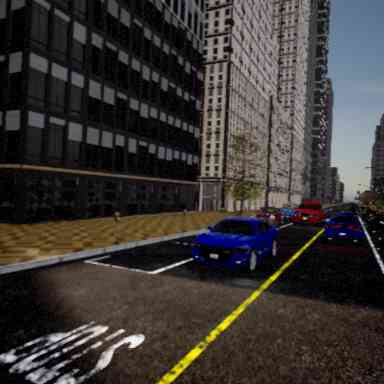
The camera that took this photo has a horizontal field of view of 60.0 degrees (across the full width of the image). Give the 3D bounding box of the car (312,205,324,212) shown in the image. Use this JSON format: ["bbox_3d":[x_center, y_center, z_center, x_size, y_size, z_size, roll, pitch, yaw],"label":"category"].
[{"bbox_3d":[25.729,3.312,67.893,1.947,1.339,4.313,2,-1,26],"label":"car"}]

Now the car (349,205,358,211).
[{"bbox_3d":[41.663,4.109,85.850,1.801,1.575,5.366,3,0,26],"label":"car"}]

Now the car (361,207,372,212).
[{"bbox_3d":[23.516,3.038,43.922,1.947,1.339,4.313,2,-1,26],"label":"car"}]

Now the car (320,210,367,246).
[{"bbox_3d":[8.709,2.043,19.047,1.882,1.535,5.008,3,0,26],"label":"car"}]

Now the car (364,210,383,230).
[{"bbox_3d":[16.196,2.570,28.665,1.947,1.339,4.313,2,-1,26],"label":"car"}]

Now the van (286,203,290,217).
[{"bbox_3d":[11.102,2.155,37.390,1.690,1.788,3.998,2,-1,26],"label":"van"}]

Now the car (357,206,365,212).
[{"bbox_3d":[43.112,4.243,84.759,1.752,1.417,4.829,2,-1,26],"label":"car"}]

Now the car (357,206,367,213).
[{"bbox_3d":[40.597,4.103,79.521,1.887,1.381,4.507,2,-1,26],"label":"car"}]

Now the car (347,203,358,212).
[{"bbox_3d":[38.795,3.690,80.394,2.150,2.045,5.566,2,-1,26],"label":"car"}]

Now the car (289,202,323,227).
[{"bbox_3d":[10.832,1.974,30.755,2.150,2.045,5.566,3,0,26],"label":"car"}]

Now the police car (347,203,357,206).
[{"bbox_3d":[34.428,3.625,71.447,1.930,1.638,5.238,3,0,20],"label":"police car"}]

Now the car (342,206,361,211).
[{"bbox_3d":[17.901,2.703,38.233,2.033,1.411,5.357,3,0,26],"label":"car"}]

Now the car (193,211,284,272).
[{"bbox_3d":[1.729,1.647,11.861,1.882,1.535,5.008,3,0,26],"label":"car"}]

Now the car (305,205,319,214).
[{"bbox_3d":[20.851,3.018,57.724,1.802,1.307,4.206,2,-1,26],"label":"car"}]

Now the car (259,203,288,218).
[{"bbox_3d":[6.220,1.941,27.220,1.967,1.590,4.097,2,-1,26],"label":"car"}]
